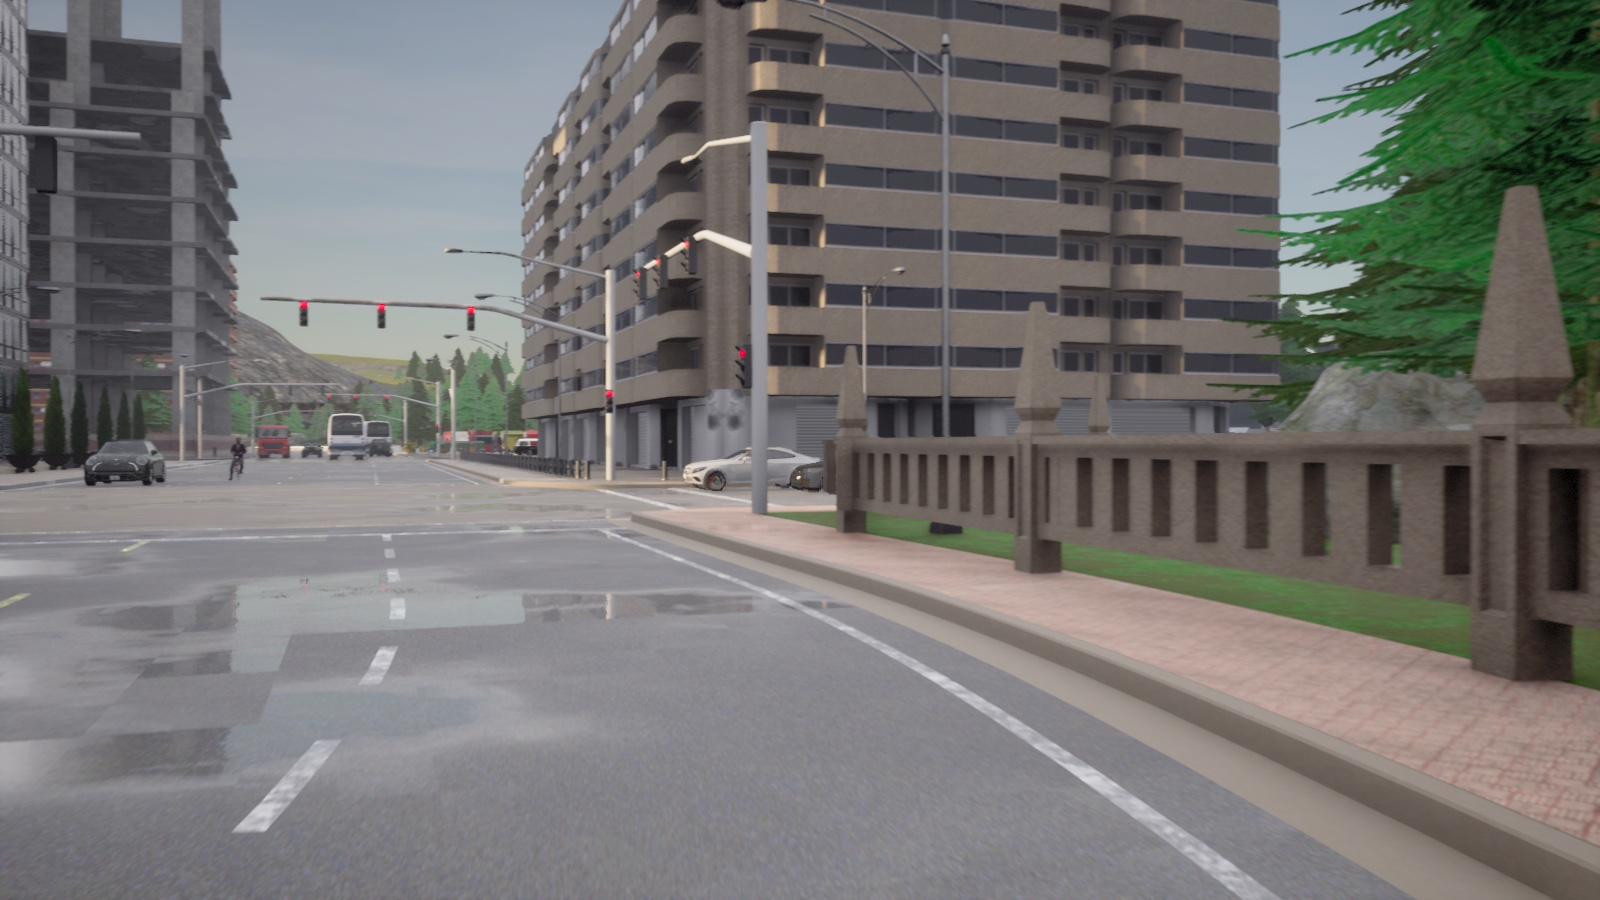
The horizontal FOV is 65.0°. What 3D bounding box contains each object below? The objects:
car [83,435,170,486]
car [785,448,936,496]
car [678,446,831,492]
[{"bbox_3d":[-24.748,0.351,46.274,2.097,1.767,4.553,0,0,-19],"label":"car"},{"bbox_3d":[1.839,0.648,38.556,4.181,1.385,1.994,0,0,-19],"label":"car"},{"bbox_3d":[-1.506,0.596,41.100,4.674,1.442,1.812,0,0,-19],"label":"car"}]
